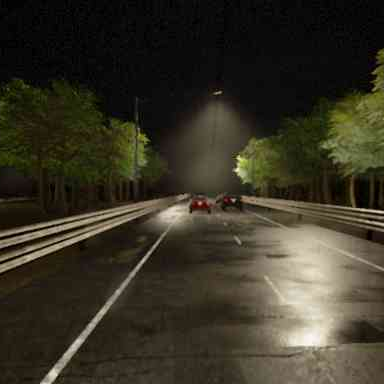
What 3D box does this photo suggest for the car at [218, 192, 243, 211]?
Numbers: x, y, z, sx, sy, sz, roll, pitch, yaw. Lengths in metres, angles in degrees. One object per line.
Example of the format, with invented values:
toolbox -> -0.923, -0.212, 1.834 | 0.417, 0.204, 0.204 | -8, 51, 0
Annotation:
car -> 4.392, 1.025, 37.238 | 2.150, 2.045, 5.566 | 0, 0, 1

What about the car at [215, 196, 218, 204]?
car -> 4.778, 1.328, 54.748 | 1.895, 1.301, 4.718 | 0, 0, 2

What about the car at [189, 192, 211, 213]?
car -> 0.826, 1.167, 34.307 | 2.097, 1.767, 4.553 | 0, 0, 1
